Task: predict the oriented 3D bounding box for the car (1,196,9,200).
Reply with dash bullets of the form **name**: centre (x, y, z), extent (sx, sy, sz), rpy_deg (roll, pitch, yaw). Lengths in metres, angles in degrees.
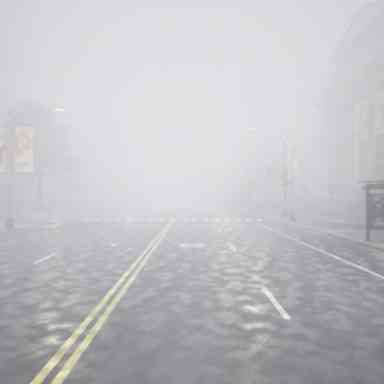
- **car**: centre (-46.028, 2.173, 78.241), extent (4.674, 1.452, 2.002), rpy_deg (0, -1, 0)
